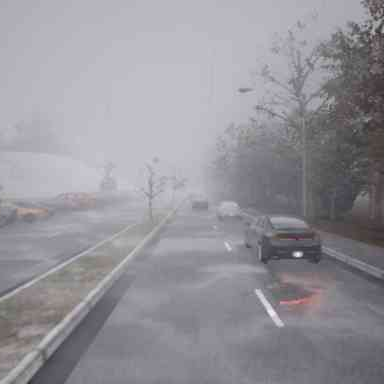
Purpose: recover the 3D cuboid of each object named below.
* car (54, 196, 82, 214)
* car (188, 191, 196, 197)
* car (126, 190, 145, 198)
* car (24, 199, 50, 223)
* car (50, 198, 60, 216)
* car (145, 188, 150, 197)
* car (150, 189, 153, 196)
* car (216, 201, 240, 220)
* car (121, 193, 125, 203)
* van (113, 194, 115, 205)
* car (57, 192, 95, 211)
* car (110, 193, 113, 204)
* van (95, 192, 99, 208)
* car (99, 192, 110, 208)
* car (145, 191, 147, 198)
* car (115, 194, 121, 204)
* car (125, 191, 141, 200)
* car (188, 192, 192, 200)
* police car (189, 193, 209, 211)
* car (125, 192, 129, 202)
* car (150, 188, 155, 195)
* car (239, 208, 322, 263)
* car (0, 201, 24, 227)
[{"bbox_3d":[-13.862,1.461,33.556,4.674,1.452,2.002,-1,1,-20],"label":"car"},{"bbox_3d":[-0.003,0.589,90.069,2.033,1.411,5.357,0,1,0],"label":"car"},{"bbox_3d":[-14.013,0.915,75.384,5.366,1.575,1.946,-1,1,-20],"label":"car"},{"bbox_3d":[-13.699,1.486,24.672,5.366,1.575,1.946,-1,0,-20],"label":"car"},{"bbox_3d":[-13.842,1.503,27.599,4.792,1.488,2.163,-1,0,-20],"label":"car"},{"bbox_3d":[-13.816,0.577,81.472,5.566,2.045,2.435,-1,1,-20],"label":"car"},{"bbox_3d":[-13.663,0.713,87.529,5.366,1.575,1.946,-1,1,-20],"label":"car"},{"bbox_3d":[3.075,1.503,27.886,1.812,1.442,4.674,0,0,0],"label":"car"},{"bbox_3d":[-13.849,1.213,54.438,4.674,1.452,2.002,-1,1,-20],"label":"car"},{"bbox_3d":[-13.969,1.022,48.428,4.442,1.987,1.878,-1,1,-20],"label":"van"},{"bbox_3d":[-13.893,1.140,36.524,5.566,2.045,2.435,-1,1,-20],"label":"car"},{"bbox_3d":[-13.853,1.283,45.492,4.892,1.521,2.231,-1,1,-20],"label":"car"},{"bbox_3d":[-13.757,1.127,39.568,4.442,1.987,1.878,-1,0,-20],"label":"van"},{"bbox_3d":[-13.839,1.067,42.520,5.566,2.045,2.435,-1,0,-20],"label":"car"},{"bbox_3d":[-13.844,0.912,78.458,4.674,1.452,2.002,-1,1,-20],"label":"car"},{"bbox_3d":[-13.828,1.083,51.464,4.553,1.767,2.185,-1,1,-20],"label":"car"},{"bbox_3d":[-13.819,1.020,69.462,4.792,1.488,2.163,-1,0,-20],"label":"car"},{"bbox_3d":[-0.003,0.827,75.071,2.128,1.511,4.902,0,1,0],"label":"car"},{"bbox_3d":[0.899,1.297,38.601,1.930,1.638,5.238,0,1,0],"label":"police car"},{"bbox_3d":[-13.826,1.166,57.457,4.792,1.488,2.163,-1,0,-20],"label":"car"},{"bbox_3d":[-13.861,0.408,90.451,5.566,2.045,2.435,-1,1,-20],"label":"car"},{"bbox_3d":[3.071,1.533,12.021,1.837,1.490,4.892,0,0,0],"label":"car"},{"bbox_3d":[-13.899,1.539,21.603,4.792,1.488,2.163,-1,0,-20],"label":"car"}]
